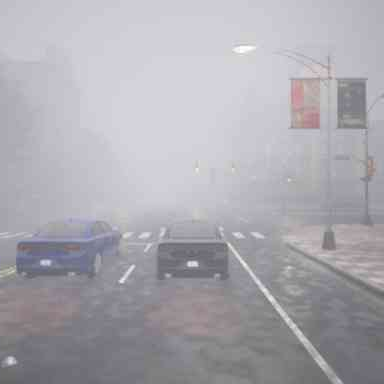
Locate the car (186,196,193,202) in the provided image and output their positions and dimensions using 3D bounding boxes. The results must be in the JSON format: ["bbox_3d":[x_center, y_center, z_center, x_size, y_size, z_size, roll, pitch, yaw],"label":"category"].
[{"bbox_3d":[-0.714,2.100,94.769,1.812,1.442,4.674,0,0,0],"label":"car"}]

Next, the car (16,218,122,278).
[{"bbox_3d":[-3.496,1.543,10.402,1.882,1.535,5.008,0,0,0],"label":"car"}]

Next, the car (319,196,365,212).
[{"bbox_3d":[19.671,1.487,43.511,5.566,2.045,2.150,0,0,0],"label":"car"}]

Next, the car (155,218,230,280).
[{"bbox_3d":[0.011,1.541,10.221,1.882,1.535,5.008,0,0,0],"label":"car"}]

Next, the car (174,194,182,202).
[{"bbox_3d":[-4.208,2.109,93.909,2.033,1.411,5.357,0,0,0],"label":"car"}]
